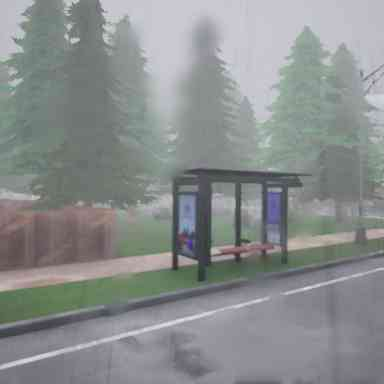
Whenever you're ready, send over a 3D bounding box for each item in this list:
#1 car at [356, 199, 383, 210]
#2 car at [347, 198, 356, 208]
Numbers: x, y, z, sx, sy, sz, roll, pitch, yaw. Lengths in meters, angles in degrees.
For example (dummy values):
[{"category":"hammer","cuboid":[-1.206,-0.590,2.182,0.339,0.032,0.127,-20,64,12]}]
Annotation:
[{"category":"car","cuboid":[26.957,1.641,49.543,4.605,1.855,1.932,1,0,-37]},{"category":"car","cuboid":[25.139,1.638,51.322,3.866,1.878,1.905,1,0,-37]}]
